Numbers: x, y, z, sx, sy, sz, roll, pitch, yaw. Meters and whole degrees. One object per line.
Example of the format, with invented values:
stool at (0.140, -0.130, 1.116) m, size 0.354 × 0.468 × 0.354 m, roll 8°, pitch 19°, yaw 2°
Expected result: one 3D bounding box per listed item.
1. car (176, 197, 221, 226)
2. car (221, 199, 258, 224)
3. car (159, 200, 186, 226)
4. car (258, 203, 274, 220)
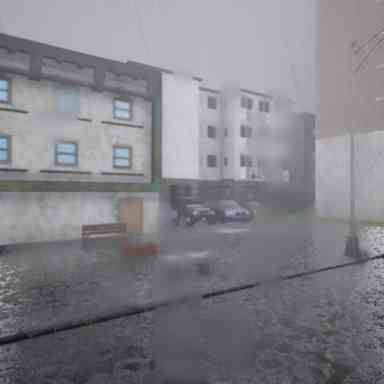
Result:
car at (0.053, 1.293, 23.050) m, size 1.905 × 1.878 × 3.866 m, roll 0°, pitch 0°, yaw -26°
car at (2.442, 1.410, 25.042) m, size 2.242 × 1.667 × 4.611 m, roll 0°, pitch 0°, yaw -26°
car at (-2.142, 1.454, 21.981) m, size 1.845 × 1.501 × 3.633 m, roll 0°, pitch 0°, yaw -26°
car at (4.761, 1.489, 26.873) m, size 1.816 × 1.474 × 4.193 m, roll 0°, pitch 0°, yaw -26°
